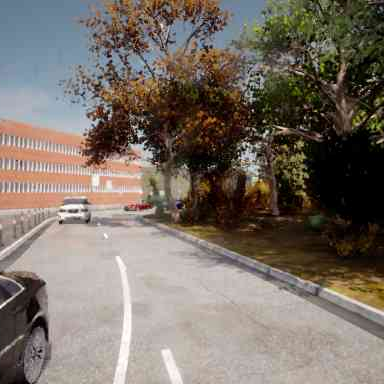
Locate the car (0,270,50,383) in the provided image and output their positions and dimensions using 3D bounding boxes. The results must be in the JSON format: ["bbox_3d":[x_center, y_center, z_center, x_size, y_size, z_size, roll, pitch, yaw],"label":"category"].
[{"bbox_3d":[-2.600,1.493,2.433,2.128,1.511,4.902,0,0,-5],"label":"car"}]

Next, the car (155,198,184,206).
[{"bbox_3d":[-4.315,1.875,64.074,5.008,1.535,2.097,0,0,20],"label":"car"}]

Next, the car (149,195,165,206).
[{"bbox_3d":[-6.286,1.597,58.778,5.566,2.045,2.435,0,0,20],"label":"car"}]

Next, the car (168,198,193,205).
[{"bbox_3d":[-2.364,1.938,69.377,4.674,1.452,2.002,0,0,20],"label":"car"}]

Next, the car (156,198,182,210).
[{"bbox_3d":[-2.754,1.907,45.951,1.895,1.301,4.718,0,0,21],"label":"car"}]

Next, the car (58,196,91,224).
[{"bbox_3d":[-9.222,1.360,26.299,2.150,2.045,5.566,0,0,-16],"label":"car"}]

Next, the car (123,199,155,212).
[{"bbox_3d":[-7.106,1.887,43.660,1.895,1.301,4.718,0,0,20],"label":"car"}]
